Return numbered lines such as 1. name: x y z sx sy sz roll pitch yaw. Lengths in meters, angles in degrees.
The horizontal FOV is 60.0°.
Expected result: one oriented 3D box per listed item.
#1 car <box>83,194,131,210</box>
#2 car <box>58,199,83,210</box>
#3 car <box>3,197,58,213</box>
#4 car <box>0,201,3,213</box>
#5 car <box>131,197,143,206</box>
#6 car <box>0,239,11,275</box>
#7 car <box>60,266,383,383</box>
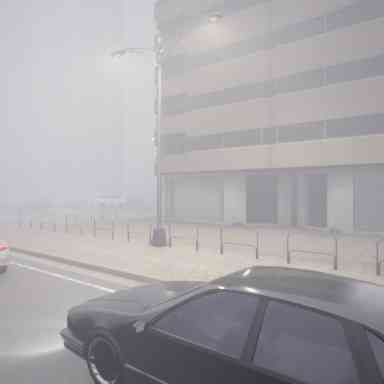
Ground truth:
1. car: -11.564 1.277 45.661 2.150 2.045 5.566 0 0 37
2. car: -16.358 1.603 45.141 2.033 1.411 5.357 0 0 37
3. car: -18.002 1.407 37.177 2.097 1.767 4.553 0 0 37
4. car: -22.787 1.547 36.703 2.128 1.511 4.902 0 0 38
5. car: -10.057 1.546 53.381 2.128 1.511 4.902 0 0 38
6. car: -6.747 1.526 9.250 4.674 1.442 1.812 0 0 39
7. car: 0.852 1.547 3.404 5.357 1.411 2.033 0 0 38
